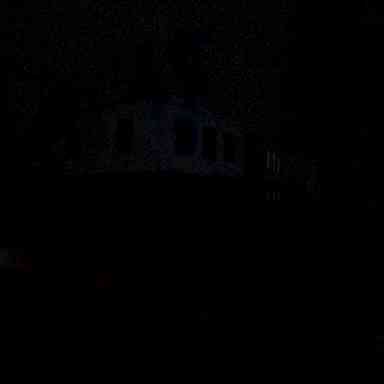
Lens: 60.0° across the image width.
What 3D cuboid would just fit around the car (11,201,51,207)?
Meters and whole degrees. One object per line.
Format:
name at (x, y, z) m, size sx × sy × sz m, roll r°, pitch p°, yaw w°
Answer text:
car at (-14.698, 1.528, 29.171) m, size 2.033 × 1.411 × 5.357 m, roll 0°, pitch 0°, yaw 29°
